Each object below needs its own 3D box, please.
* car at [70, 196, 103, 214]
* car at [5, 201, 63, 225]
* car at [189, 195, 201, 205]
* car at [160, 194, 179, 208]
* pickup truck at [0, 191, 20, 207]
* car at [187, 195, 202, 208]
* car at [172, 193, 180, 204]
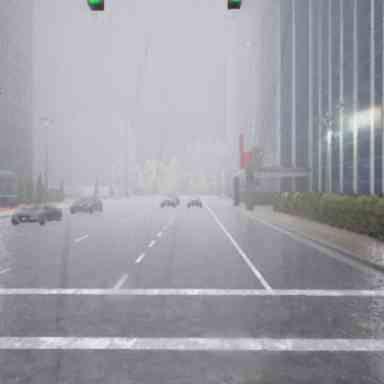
[{"bbox_3d":[-10.336,1.200,32.907,2.097,1.767,4.553,0,0,0],"label":"car"},{"bbox_3d":[-10.449,1.459,22.702,1.994,1.385,4.181,0,0,0],"label":"car"},{"bbox_3d":[0.461,1.228,53.681,1.882,1.535,5.008,0,0,1],"label":"car"},{"bbox_3d":[-3.032,1.325,43.273,1.812,1.442,4.674,0,0,1],"label":"car"},{"bbox_3d":[-23.314,0.881,38.561,2.390,2.098,6.274,0,0,31],"label":"pickup truck"},{"bbox_3d":[0.358,1.324,43.430,1.812,1.442,4.674,0,0,1],"label":"car"},{"bbox_3d":[-3.039,1.103,53.505,2.097,1.767,4.553,0,0,1],"label":"car"}]
